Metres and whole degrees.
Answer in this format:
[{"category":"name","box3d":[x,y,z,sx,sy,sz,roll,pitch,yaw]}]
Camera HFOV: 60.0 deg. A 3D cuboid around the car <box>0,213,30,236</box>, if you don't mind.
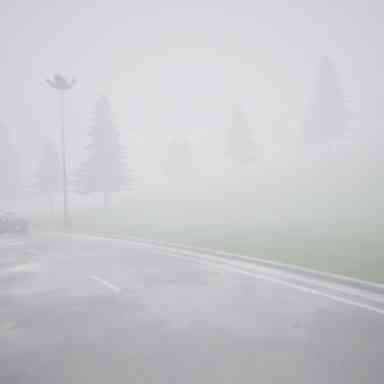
[{"category":"car","box3d":[-12.838,2.168,22.367,5.008,1.535,1.882,-3,-1,38]}]
